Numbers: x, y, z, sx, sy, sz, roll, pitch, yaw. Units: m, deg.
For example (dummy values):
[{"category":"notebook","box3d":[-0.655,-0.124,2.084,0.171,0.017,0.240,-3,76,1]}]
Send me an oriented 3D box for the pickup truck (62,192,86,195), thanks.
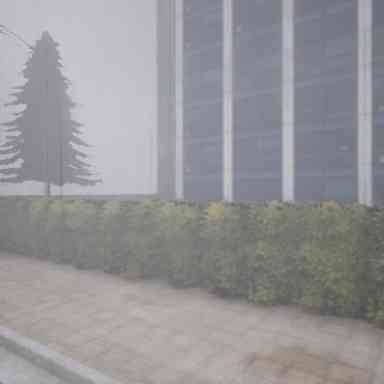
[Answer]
[{"category":"pickup truck","box3d":[-21.458,1.112,61.715,6.274,2.098,2.390,0,0,-24]}]
